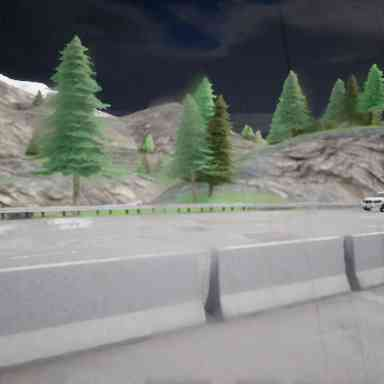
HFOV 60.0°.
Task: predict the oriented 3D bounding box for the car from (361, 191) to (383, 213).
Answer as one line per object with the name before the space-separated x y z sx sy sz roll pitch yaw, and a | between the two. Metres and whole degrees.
car | 19.840 0.958 33.689 5.566 2.045 2.150 0 1 -22
